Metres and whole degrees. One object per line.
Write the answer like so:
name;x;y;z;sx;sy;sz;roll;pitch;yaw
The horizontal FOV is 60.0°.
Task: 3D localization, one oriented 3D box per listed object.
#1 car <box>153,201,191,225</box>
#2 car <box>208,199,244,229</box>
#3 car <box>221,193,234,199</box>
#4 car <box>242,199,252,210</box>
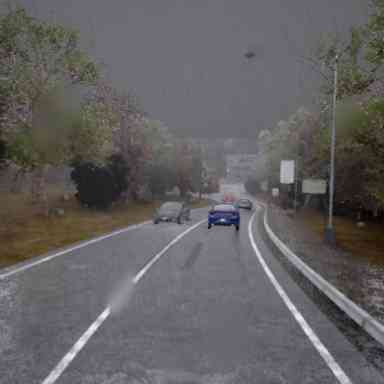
car;-1.288;1.428;23.331;1.837;1.490;4.892;1;0;10
car;2.182;1.466;21.606;1.882;1.535;5.008;1;0;10
car;6.846;1.137;63.895;2.150;2.045;5.566;1;1;8
car;6.597;1.559;42.313;1.994;1.385;4.181;1;0;13
